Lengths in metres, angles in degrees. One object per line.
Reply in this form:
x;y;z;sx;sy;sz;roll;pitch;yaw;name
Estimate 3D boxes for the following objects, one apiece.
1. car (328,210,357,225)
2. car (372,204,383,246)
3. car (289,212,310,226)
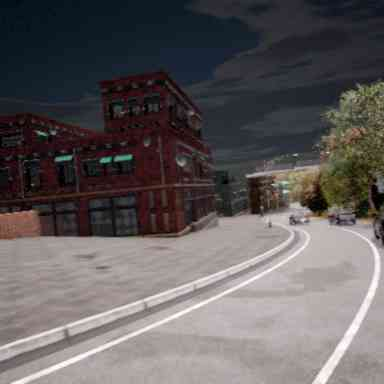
15.648;2.640;34.924;2.128;1.511;4.902;-5;-4;9;car
10.737;1.571;17.115;2.150;2.045;5.566;-5;-3;24;car
13.211;3.287;41.084;2.128;1.511;4.902;-6;-4;7;car
